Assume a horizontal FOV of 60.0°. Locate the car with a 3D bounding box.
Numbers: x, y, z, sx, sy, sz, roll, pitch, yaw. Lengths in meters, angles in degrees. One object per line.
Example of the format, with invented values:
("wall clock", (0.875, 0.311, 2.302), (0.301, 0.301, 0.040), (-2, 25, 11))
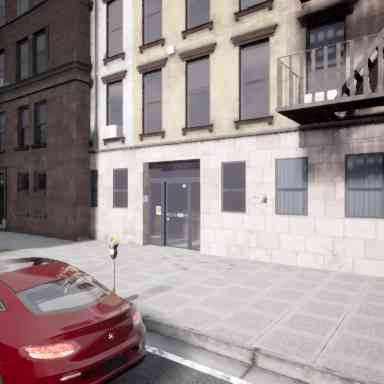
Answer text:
("car", (-2.474, 1.582, 4.575), (4.206, 1.307, 1.802), (0, 0, 36))
